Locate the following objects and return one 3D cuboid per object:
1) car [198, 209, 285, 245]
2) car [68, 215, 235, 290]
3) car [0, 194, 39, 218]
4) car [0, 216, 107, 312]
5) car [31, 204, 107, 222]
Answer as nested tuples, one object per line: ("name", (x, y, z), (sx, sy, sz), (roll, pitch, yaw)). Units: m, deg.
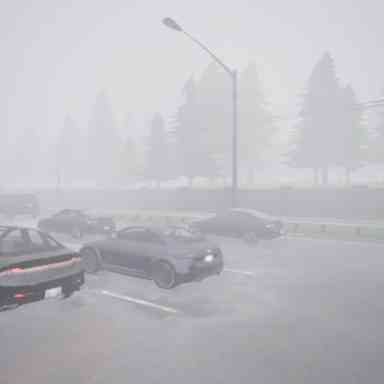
("car", (1.950, 1.508, 15.465), (4.674, 1.442, 1.812), (0, 0, 36))
("car", (-1.223, 1.549, 9.126), (4.181, 1.385, 1.994), (0, 0, 36))
("car", (-14.799, 1.152, 27.430), (5.566, 2.045, 2.150), (0, 0, 36))
("car", (-4.305, 1.473, 7.032), (4.902, 1.511, 2.128), (0, 0, 36))
("car", (-5.848, 1.490, 16.738), (4.674, 1.442, 1.812), (0, 0, 35))
